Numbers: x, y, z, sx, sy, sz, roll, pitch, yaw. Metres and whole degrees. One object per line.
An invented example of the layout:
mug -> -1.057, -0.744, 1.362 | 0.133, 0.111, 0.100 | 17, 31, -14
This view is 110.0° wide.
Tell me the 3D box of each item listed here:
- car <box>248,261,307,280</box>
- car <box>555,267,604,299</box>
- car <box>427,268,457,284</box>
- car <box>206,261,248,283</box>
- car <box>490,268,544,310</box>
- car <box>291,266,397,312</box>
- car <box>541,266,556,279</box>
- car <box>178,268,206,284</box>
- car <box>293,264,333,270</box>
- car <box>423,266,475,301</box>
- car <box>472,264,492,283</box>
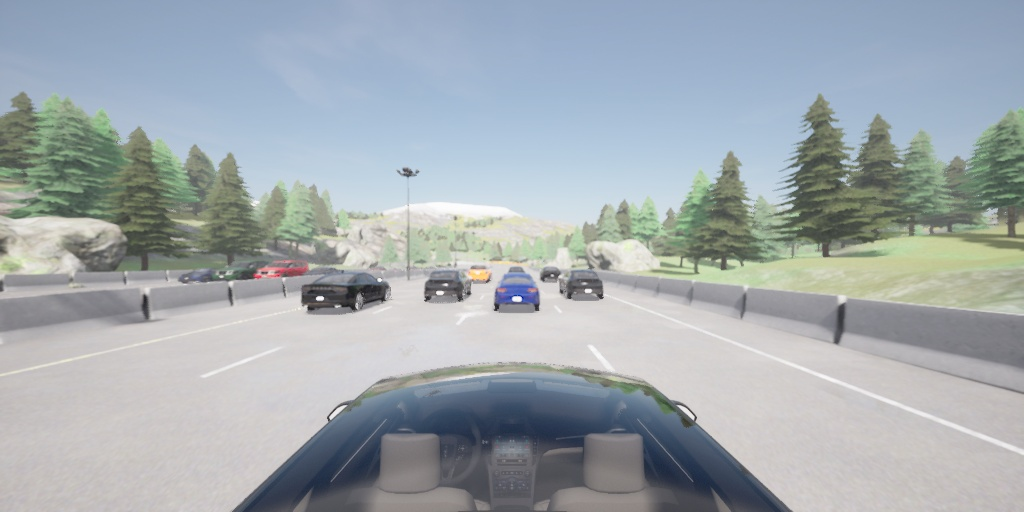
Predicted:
car -> -20.814, 1.439, 32.850 | 2.150, 2.045, 5.566 | 0, -1, 1
car -> 3.758, 1.494, 19.968 | 1.837, 1.490, 4.892 | 0, -1, 1
car -> -6.604, 1.864, 34.461 | 1.895, 1.301, 4.718 | 0, -1, 1
car -> -24.314, 1.435, 32.802 | 2.150, 2.045, 5.566 | 0, -1, 1
car -> 0.212, 1.441, 15.487 | 1.812, 1.442, 4.674 | 0, -1, 1
car -> -6.793, 1.385, 15.216 | 1.882, 1.535, 5.008 | 0, -1, 1
car -> 3.921, 1.805, 36.980 | 1.882, 1.535, 5.008 | 0, -1, 1
car -> -27.814, 1.773, 32.669 | 1.994, 1.385, 4.181 | 0, -1, 1
car -> -17.314, 1.722, 32.725 | 1.837, 1.490, 4.892 | 0, -1, 1
car -> -3.256, 1.469, 18.785 | 1.837, 1.490, 4.892 | 0, -1, 1
car -> -3.103, 1.624, 34.737 | 2.097, 1.767, 4.553 | 0, -1, 1
